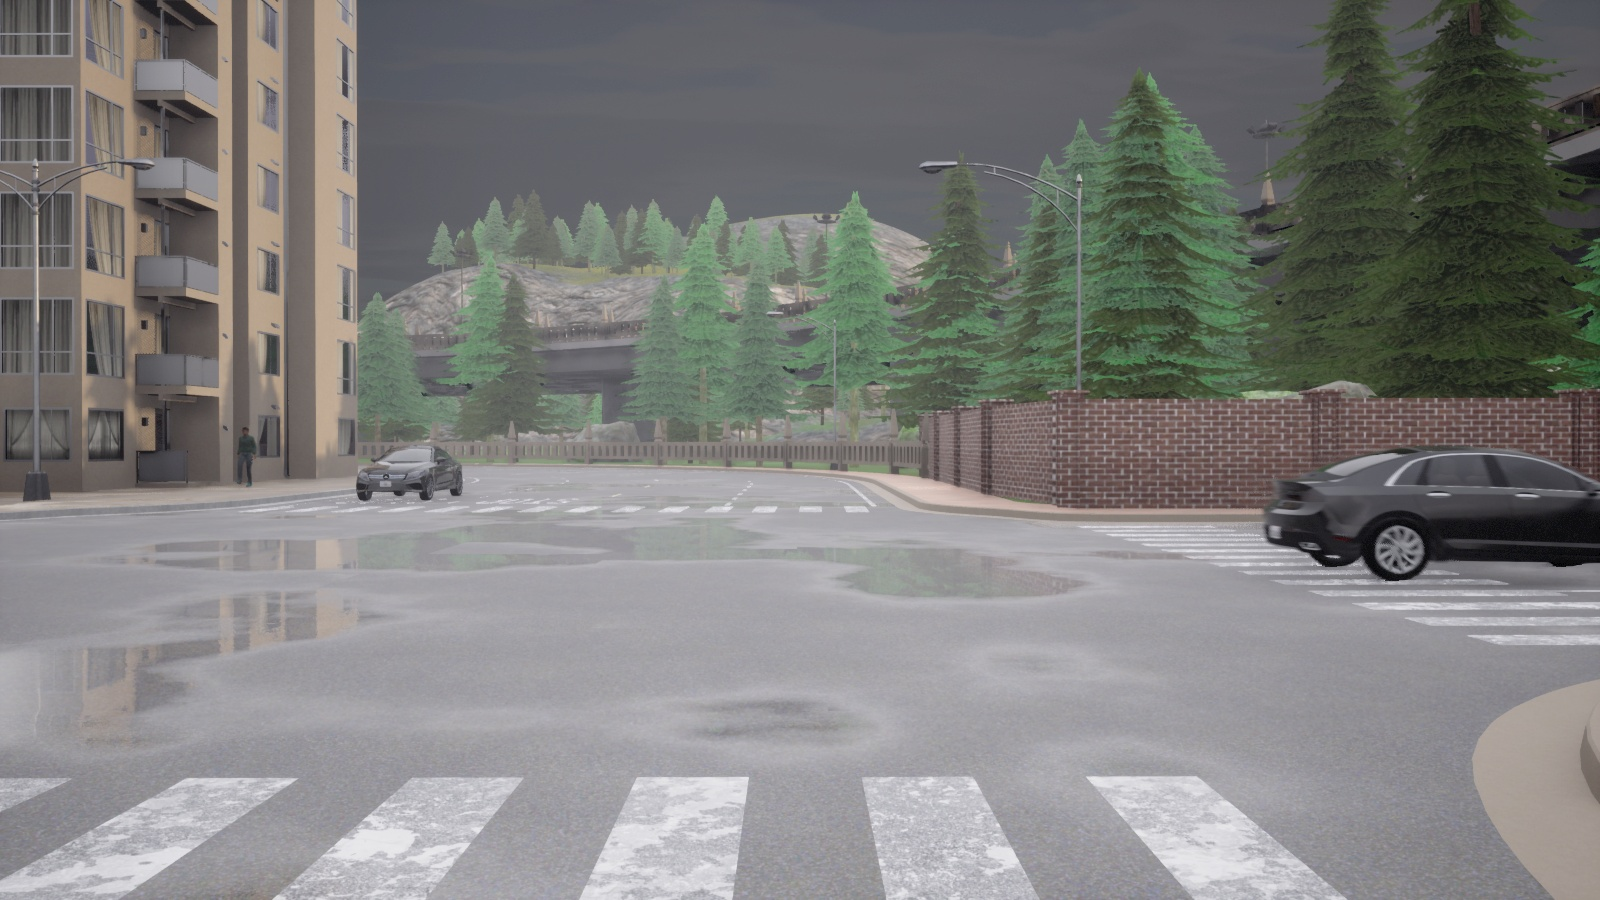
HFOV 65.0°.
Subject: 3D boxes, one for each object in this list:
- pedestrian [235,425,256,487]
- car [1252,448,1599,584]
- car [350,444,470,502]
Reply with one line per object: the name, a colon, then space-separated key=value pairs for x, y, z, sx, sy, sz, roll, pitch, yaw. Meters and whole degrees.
pedestrian: x=-16.759 y=0.173 z=37.942 sx=0.353 sy=1.847 sz=0.614 roll=0 pitch=0 yaw=1
car: x=8.107 y=0.731 z=14.805 sx=4.892 sy=1.490 sz=1.837 roll=0 pitch=0 yaw=0
car: x=-10.497 y=0.571 z=34.132 sx=1.812 sy=1.442 sz=4.674 roll=0 pitch=0 yaw=0
